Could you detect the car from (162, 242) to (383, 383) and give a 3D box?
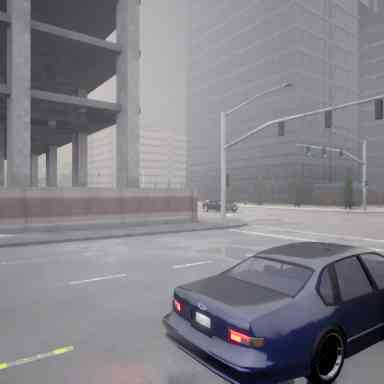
[{"bbox_3d":[2.184,1.547,5.348,5.357,1.411,2.033,0,0,-35],"label":"car"}]

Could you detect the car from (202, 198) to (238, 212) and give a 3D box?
[{"bbox_3d":[3.106,1.505,37.433,1.837,1.490,4.892,0,0,-36],"label":"car"}]
